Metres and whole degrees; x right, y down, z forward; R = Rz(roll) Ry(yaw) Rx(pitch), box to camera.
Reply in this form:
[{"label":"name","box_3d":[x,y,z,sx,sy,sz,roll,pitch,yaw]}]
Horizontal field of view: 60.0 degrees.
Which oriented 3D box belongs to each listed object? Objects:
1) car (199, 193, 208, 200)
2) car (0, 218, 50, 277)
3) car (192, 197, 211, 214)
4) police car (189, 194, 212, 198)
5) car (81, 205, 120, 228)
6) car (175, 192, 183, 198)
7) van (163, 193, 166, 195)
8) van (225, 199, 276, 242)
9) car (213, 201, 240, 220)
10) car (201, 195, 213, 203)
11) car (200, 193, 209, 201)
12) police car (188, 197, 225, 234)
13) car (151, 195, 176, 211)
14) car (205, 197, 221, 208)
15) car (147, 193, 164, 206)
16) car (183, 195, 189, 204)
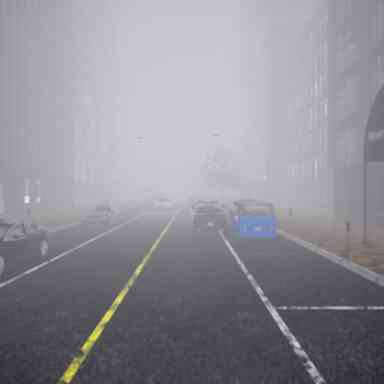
[{"label":"car","box_3d":[2.678,1.000,78.061,1.967,1.590,4.097,0,0,0]},{"label":"car","box_3d":[-5.692,1.501,9.755,2.008,1.369,4.403,0,0,0]},{"label":"car","box_3d":[0.894,1.300,34.465,1.882,1.535,5.008,0,0,0]},{"label":"police car","box_3d":[0.895,1.278,28.574,1.930,1.638,5.238,0,0,0]},{"label":"car","box_3d":[-5.694,1.473,21.140,1.802,1.307,4.206,0,0,0]},{"label":"car","box_3d":[-3.013,0.808,78.554,2.097,1.767,4.553,0,0,0]},{"label":"van","box_3d":[-5.700,1.015,60.986,1.690,1.788,3.998,0,0,0]},{"label":"van","box_3d":[2.687,1.262,15.445,1.690,1.788,3.998,0,0,0]},{"label":"car","box_3d":[2.686,1.444,26.830,1.802,1.307,4.206,0,0,0]},{"label":"car","box_3d":[2.681,1.225,60.985,2.008,1.369,4.403,0,0,0]},{"label":"car","box_3d":[2.679,1.038,72.369,1.967,1.590,4.097,0,0,0]},{"label":"police car","box_3d":[0.897,1.330,18.574,1.930,1.638,5.238,0,0,0]},{"label":"car","box_3d":[-3.102,1.334,37.143,1.812,1.442,4.674,0,0,0]},{"label":"car","box_3d":[2.683,1.355,43.908,1.802,1.307,4.206,0,0,0]},{"label":"car","box_3d":[-5.698,1.293,49.602,2.008,1.369,4.403,0,0,0]},{"label":"car","box_3d":[-0.009,1.193,54.226,1.882,1.535,5.008,0,0,0]}]
